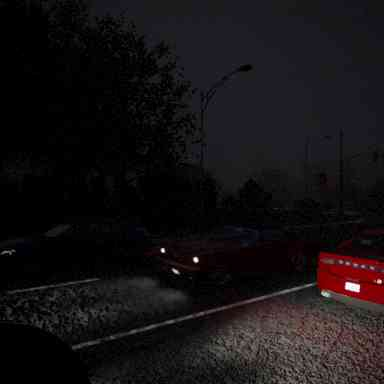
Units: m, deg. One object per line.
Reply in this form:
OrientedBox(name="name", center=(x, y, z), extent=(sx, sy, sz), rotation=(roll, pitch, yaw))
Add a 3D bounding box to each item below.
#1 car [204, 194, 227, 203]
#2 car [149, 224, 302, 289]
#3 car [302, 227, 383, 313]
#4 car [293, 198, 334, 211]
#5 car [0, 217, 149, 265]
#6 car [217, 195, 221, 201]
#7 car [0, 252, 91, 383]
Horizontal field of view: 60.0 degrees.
OrientedBox(name="car", center=(4.817, 1.294, 68.670), extent=(2.128, 1.511, 4.902), rotation=(0, 1, -33))
OrientedBox(name="car", center=(1.417, 1.601, 9.282), extent=(4.718, 1.301, 1.895), rotation=(0, 0, -35))
OrientedBox(name="car", center=(4.768, 1.478, 7.124), extent=(5.008, 1.535, 1.882), rotation=(0, 0, -35))
OrientedBox(name="car", center=(14.466, 1.477, 39.825), extent=(1.882, 1.535, 5.008), rotation=(0, 0, -33))
OrientedBox(name="car", center=(-3.423, 1.525, 10.140), extent=(4.674, 1.442, 1.812), rotation=(0, 0, -35))
OrientedBox(name="car", center=(3.918, 1.454, 56.637), extent=(1.812, 1.442, 4.674), rotation=(0, 1, -32))
OrientedBox(name="car", center=(-2.985, 1.492, 1.625), extent=(4.902, 1.511, 2.128), rotation=(0, 0, -35))
